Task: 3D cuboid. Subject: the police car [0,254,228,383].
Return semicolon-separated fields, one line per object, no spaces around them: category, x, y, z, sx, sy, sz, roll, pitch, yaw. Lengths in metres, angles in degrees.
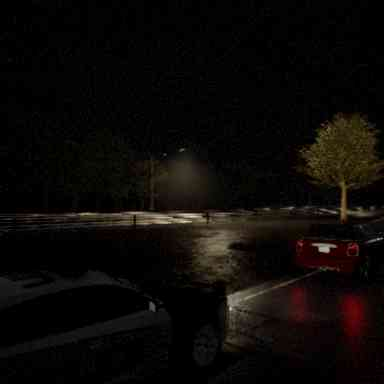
police car;-1.501;1.633;4.134;1.930;1.638;5.238;-3;-3;44

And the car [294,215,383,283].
car;5.321;1.730;11.253;2.097;1.767;4.553;-3;-3;44
